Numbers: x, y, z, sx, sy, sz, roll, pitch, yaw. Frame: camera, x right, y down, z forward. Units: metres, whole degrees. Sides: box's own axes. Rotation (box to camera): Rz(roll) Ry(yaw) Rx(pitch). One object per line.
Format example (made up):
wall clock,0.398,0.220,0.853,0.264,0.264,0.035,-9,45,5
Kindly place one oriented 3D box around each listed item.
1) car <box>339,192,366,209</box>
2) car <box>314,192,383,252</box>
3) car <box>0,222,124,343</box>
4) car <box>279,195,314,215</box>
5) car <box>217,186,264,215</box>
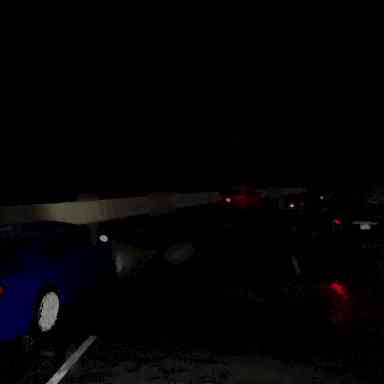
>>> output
car,15.556,0.738,32.031,2.033,1.411,5.357,1,2,29
car,5.875,1.042,12.160,2.097,1.767,4.553,1,2,16
car,-2.847,1.307,6.396,1.882,1.535,5.008,0,1,7
car,8.050,0.915,25.434,1.994,1.385,4.181,1,2,28
car,3.762,0.577,25.113,2.150,2.045,5.566,1,2,28
